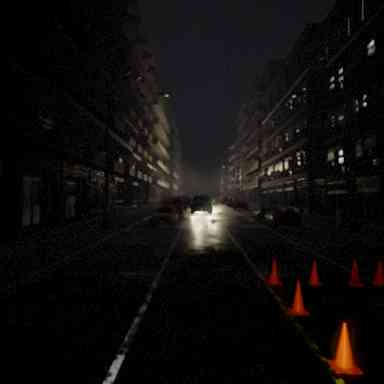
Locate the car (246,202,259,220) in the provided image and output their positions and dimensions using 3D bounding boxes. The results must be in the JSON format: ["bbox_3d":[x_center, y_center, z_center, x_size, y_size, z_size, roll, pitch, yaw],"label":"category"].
[{"bbox_3d":[6.201,1.665,28.237,2.008,1.369,4.403,2,0,1],"label":"car"}]

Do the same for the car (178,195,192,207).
[{"bbox_3d":[-1.136,1.426,56.098,2.192,1.841,5.009,2,0,1],"label":"car"}]

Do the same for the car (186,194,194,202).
[{"bbox_3d":[-0.499,1.582,89.274,2.192,1.841,5.009,2,0,1],"label":"car"}]

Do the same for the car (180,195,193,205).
[{"bbox_3d":[-1.030,1.448,61.627,2.192,1.841,5.009,2,0,1],"label":"car"}]

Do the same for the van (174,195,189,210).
[{"bbox_3d":[-1.350,1.412,45.040,1.690,1.788,3.998,2,0,1],"label":"van"}]

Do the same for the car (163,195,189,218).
[{"bbox_3d":[-1.667,1.340,28.452,2.192,1.841,5.009,2,0,1],"label":"car"}]

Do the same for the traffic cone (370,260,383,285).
[{"bbox_3d":[4.732,2.018,8.382,0.340,0.580,0.340,1,0,6],"label":"traffic cone"}]

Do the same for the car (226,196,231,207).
[{"bbox_3d":[6.627,1.724,50.354,1.887,1.381,4.507,2,0,1],"label":"car"}]

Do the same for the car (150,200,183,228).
[{"bbox_3d":[-1.785,1.538,22.751,1.752,1.417,4.829,2,0,1],"label":"car"}]

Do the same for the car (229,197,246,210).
[{"bbox_3d":[6.521,1.705,44.826,1.887,1.381,4.507,2,0,1],"label":"car"}]

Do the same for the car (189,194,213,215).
[{"bbox_3d":[1.004,1.291,35.224,2.150,2.045,5.566,1,0,1],"label":"car"}]

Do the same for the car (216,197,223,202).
[{"bbox_3d":[7.335,1.937,89.067,1.802,1.307,4.206,2,0,1],"label":"car"}]

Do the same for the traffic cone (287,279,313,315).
[{"bbox_3d":[2.021,1.985,6.323,0.340,0.580,0.340,1,0,1],"label":"traffic cone"}]

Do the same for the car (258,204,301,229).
[{"bbox_3d":[6.095,1.647,22.706,1.887,1.381,4.507,2,0,1],"label":"car"}]

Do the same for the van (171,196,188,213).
[{"bbox_3d":[-1.455,1.394,39.509,1.690,1.788,3.998,2,0,1],"label":"van"}]

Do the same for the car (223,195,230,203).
[{"bbox_3d":[6.744,1.641,55.885,1.967,1.590,4.097,2,0,1],"label":"car"}]

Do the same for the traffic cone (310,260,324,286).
[{"bbox_3d":[3.059,1.999,8.304,0.340,0.580,0.340,1,0,1],"label":"traffic cone"}]

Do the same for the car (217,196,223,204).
[{"bbox_3d":[6.919,1.559,66.946,2.192,1.841,5.009,2,0,1],"label":"car"}]

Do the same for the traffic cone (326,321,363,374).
[{"bbox_3d":[1.983,1.982,4.324,0.340,0.580,0.340,1,0,1],"label":"traffic cone"}]

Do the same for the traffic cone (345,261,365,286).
[{"bbox_3d":[4.059,2.010,8.284,0.340,0.580,0.340,1,0,1],"label":"traffic cone"}]

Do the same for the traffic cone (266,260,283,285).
[{"bbox_3d":[2.060,1.988,8.323,0.340,0.580,0.340,1,0,1],"label":"traffic cone"}]
